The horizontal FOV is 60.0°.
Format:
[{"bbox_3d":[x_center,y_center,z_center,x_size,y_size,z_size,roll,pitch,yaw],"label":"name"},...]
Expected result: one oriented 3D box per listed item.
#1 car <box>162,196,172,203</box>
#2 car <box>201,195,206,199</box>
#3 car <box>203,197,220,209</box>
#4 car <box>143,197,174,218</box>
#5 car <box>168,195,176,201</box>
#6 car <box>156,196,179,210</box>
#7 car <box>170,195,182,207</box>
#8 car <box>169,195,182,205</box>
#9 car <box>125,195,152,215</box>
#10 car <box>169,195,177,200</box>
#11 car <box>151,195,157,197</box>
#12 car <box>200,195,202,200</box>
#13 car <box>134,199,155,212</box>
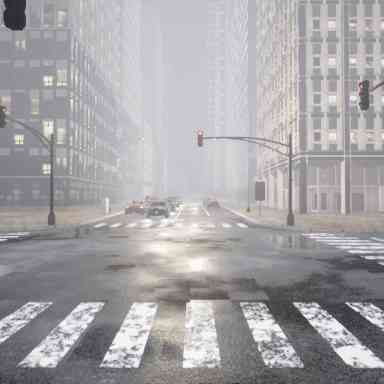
[{"bbox_3d":[-5.402,1.573,72.790,1.887,1.381,4.507,1,0,0],"label":"car"},{"bbox_3d":[2.917,1.547,56.270,1.752,1.417,4.829,1,0,0],"label":"car"},{"bbox_3d":[2.872,1.599,44.944,1.802,1.307,4.206,1,0,0],"label":"car"},{"bbox_3d":[-2.985,1.516,30.302,1.837,1.490,4.892,0,0,0],"label":"car"},{"bbox_3d":[-5.339,1.587,89.515,2.008,1.369,4.403,1,0,0],"label":"car"},{"bbox_3d":[-2.950,1.520,39.718,1.837,1.490,4.892,0,0,0],"label":"car"},{"bbox_3d":[-2.911,1.371,48.772,2.097,1.767,4.553,0,0,0],"label":"car"},{"bbox_3d":[-2.831,1.374,58.952,2.097,1.767,4.553,0,0,1],"label":"car"},{"bbox_3d":[-5.547,1.453,33.764,1.967,1.590,4.097,1,0,0],"label":"car"},{"bbox_3d":[-5.319,1.605,95.090,1.947,1.339,4.313,1,0,0],"label":"car"},{"bbox_3d":[-5.503,1.332,44.914,2.192,1.841,5.009,1,0,0],"label":"car"},{"bbox_3d":[2.936,1.590,61.677,1.947,1.339,4.313,1,0,0],"label":"car"},{"bbox_3d":[-5.529,1.597,39.339,1.802,1.307,4.206,1,0,0],"label":"car"}]
